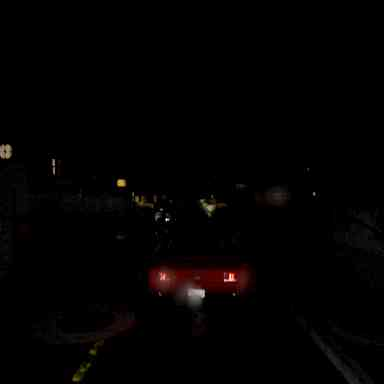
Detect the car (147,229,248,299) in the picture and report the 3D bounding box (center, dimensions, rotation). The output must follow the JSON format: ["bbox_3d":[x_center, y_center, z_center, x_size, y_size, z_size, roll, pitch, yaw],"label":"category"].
[{"bbox_3d":[0.099,1.587,8.362,1.895,1.301,4.718,0,0,0],"label":"car"}]

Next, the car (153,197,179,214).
[{"bbox_3d":[-2.901,1.470,34.898,2.128,1.511,4.902,0,0,2],"label":"car"}]

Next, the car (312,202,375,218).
[{"bbox_3d":[11.790,1.449,24.560,5.357,1.411,2.033,0,3,2],"label":"car"}]

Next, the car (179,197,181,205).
[{"bbox_3d":[-2.843,1.517,45.479,1.812,1.442,4.674,0,0,0],"label":"car"}]
